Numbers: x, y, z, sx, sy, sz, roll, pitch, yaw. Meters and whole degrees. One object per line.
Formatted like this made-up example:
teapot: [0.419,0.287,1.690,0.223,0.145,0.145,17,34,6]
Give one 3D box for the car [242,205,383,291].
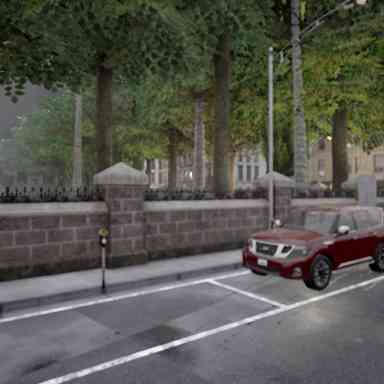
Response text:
car: [3.682,1.320,9.231,5.009,1.841,2.192,0,0,-36]
